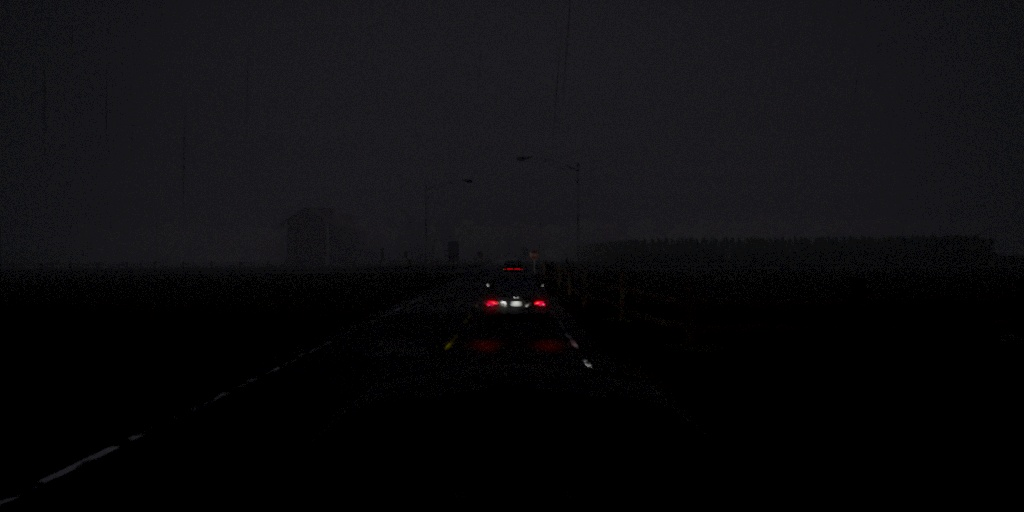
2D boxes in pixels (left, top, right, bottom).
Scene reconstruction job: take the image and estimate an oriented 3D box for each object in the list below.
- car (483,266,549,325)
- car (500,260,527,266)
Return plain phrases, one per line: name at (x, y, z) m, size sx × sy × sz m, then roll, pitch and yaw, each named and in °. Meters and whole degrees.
car at (0.107, 1.231, 11.512) m, size 2.033 × 1.411 × 5.357 m, roll 0°, pitch 0°, yaw 0°
car at (0.116, 1.083, 27.129) m, size 1.837 × 1.490 × 4.892 m, roll 0°, pitch 0°, yaw 0°
